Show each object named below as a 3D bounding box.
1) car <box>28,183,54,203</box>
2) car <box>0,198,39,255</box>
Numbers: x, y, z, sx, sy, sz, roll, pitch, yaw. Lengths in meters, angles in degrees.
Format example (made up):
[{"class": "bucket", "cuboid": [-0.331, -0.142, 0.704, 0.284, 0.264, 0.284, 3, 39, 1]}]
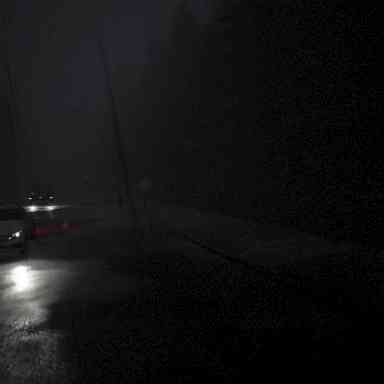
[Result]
[{"class": "car", "cuboid": [-15.707, 0.079, 34.849, 2.150, 2.045, 5.566, -3, 3, -21]}, {"class": "car", "cuboid": [-6.530, 1.196, 11.416, 1.812, 1.442, 4.674, -2, 3, -21]}]
